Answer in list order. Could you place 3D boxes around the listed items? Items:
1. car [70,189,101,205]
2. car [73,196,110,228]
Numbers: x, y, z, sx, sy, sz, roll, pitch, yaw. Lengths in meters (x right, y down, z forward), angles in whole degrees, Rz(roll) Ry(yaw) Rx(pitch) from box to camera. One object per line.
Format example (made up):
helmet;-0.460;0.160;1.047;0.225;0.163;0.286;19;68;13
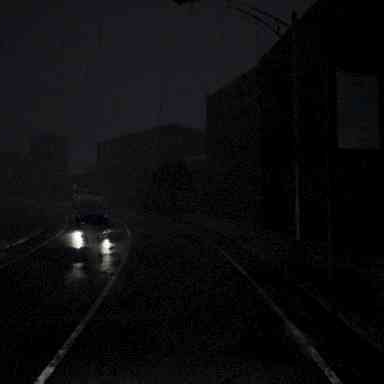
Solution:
car;-12.876;0.660;40.313;2.150;2.045;5.566;3;0;-40
car;-6.329;1.298;21.038;1.882;1.535;5.008;1;1;-19
